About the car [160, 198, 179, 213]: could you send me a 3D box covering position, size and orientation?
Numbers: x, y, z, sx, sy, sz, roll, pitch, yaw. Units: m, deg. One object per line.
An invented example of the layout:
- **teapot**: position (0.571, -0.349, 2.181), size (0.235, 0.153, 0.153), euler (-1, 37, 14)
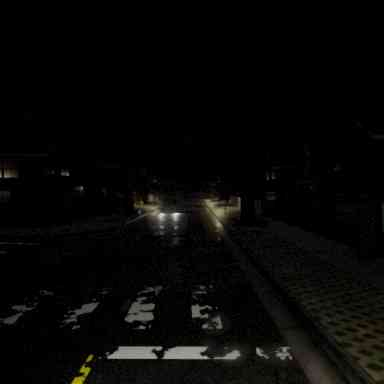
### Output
- **car**: position (-2.442, 1.472, 36.771), size (1.837, 1.490, 4.892), euler (0, 1, 0)
